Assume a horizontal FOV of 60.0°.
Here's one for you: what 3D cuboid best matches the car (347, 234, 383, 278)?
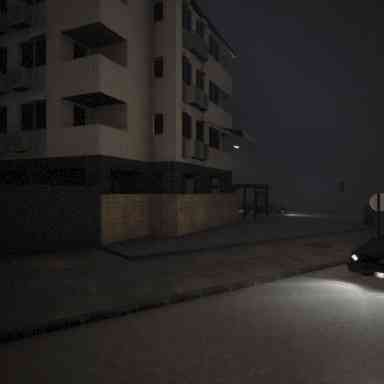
[{"bbox_3d":[6.566,1.547,9.284,5.357,1.411,2.033,0,0,-35],"label":"car"}]

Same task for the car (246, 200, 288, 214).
[{"bbox_3d":[7.505,1.547,35.411,2.033,1.411,5.357,0,0,-35],"label":"car"}]
